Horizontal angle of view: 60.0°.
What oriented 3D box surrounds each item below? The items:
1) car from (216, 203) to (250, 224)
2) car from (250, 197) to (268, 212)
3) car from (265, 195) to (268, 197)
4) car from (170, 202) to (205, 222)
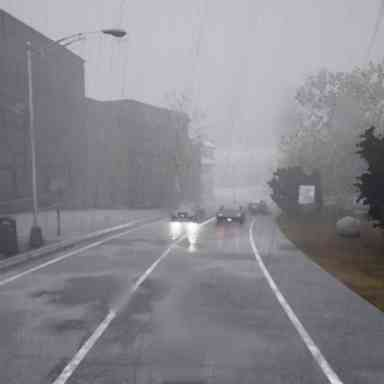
[{"bbox_3d":[3.031,1.602,24.733,1.895,1.301,4.718,1,0,12],"label":"car"},{"bbox_3d":[8.249,1.658,41.792,1.812,1.442,4.674,2,0,21],"label":"car"},{"bbox_3d":[14.829,1.306,63.237,1.882,1.535,5.008,3,3,29],"label":"car"},{"bbox_3d":[-0.249,1.489,25.585,1.994,1.385,4.181,1,0,13],"label":"car"}]
